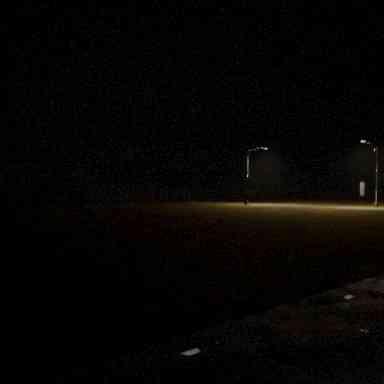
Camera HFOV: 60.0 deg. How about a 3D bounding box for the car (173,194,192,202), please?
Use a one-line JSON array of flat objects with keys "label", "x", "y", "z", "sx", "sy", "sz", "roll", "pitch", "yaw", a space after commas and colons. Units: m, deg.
[{"label": "car", "x": -1.827, "y": 1.115, "z": 61.955, "sx": 1.994, "sy": 1.385, "sz": 4.181, "roll": 2, "pitch": -1, "yaw": -36}]
